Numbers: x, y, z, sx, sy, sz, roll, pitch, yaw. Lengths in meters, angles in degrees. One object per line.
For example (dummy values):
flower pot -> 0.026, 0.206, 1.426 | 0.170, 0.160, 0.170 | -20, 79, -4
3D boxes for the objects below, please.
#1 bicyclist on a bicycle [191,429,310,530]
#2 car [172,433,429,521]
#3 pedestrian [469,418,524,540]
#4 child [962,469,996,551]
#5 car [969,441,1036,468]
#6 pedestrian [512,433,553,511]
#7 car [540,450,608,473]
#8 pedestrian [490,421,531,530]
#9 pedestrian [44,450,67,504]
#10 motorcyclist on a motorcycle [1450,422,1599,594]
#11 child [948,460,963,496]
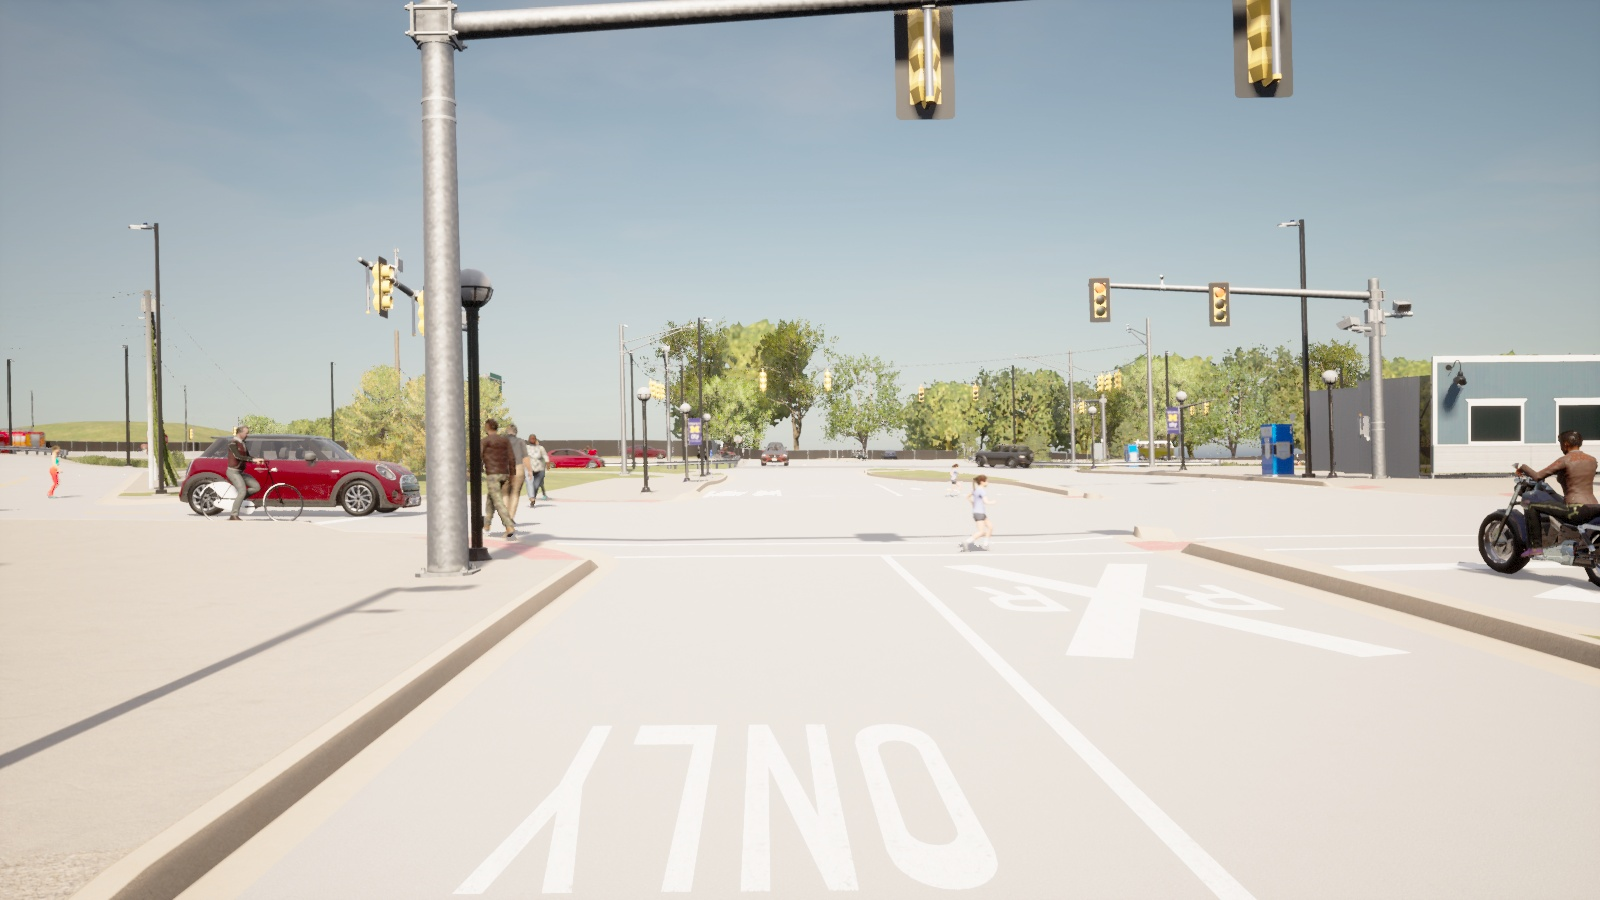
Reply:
bicyclist on a bicycle -> -9.852, 0.525, 22.563 | 1.843, 1.776, 0.659 | 0, -1, -2
car -> -10.303, 0.550, 26.207 | 4.553, 1.767, 2.097 | 0, -1, -2
pedestrian -> -4.647, 0.442, 19.208 | 0.703, 1.840, 0.431 | -2, -1, 41
child -> 2.476, 0.824, 17.354 | 0.394, 1.110, 0.255 | -2, -1, 0
car -> 15.146, 0.319, 94.067 | 4.605, 1.855, 1.932 | 1, 2, 43
pedestrian -> -6.578, 0.535, 30.897 | 0.874, 1.855, 0.900 | -2, -1, -16
car -> -14.955, 0.791, 83.186 | 4.193, 1.474, 1.816 | 0, -1, -2
pedestrian -> -5.064, 0.444, 21.977 | 0.540, 1.848, 0.694 | -2, -1, -4
pedestrian -> -25.538, 0.927, 43.069 | 0.594, 1.836, 0.345 | -2, -1, -24
motorcyclist on a motorcycle -> 7.964, 0.535, 13.254 | 0.766, 1.649, 2.350 | -1, 1, -6
child -> 4.851, 0.874, 39.263 | 0.394, 1.110, 0.255 | -2, -1, -2
